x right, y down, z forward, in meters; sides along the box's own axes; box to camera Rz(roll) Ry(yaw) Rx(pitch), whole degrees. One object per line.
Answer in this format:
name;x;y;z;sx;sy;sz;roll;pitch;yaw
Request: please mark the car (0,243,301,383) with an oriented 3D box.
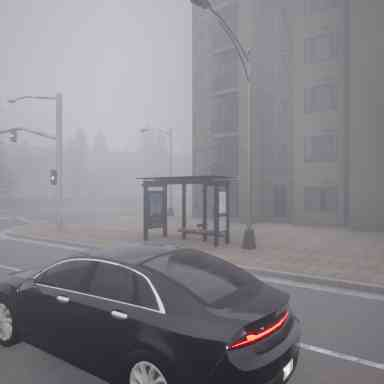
car;-1.020;1.505;4.710;4.892;1.490;1.837;0;0;35
